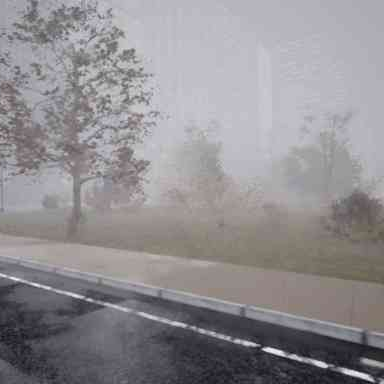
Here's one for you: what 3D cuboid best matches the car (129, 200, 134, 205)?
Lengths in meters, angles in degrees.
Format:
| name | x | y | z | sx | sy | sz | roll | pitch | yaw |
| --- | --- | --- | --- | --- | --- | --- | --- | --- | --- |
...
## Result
| name | x | y | z | sx | sy | sz | roll | pitch | yaw |
| --- | --- | --- | --- | --- | --- | --- | --- | --- | --- |
| car | -13.645 | 2.086 | 67.536 | 2.033 | 1.411 | 5.357 | -2 | -1 | 37 |
